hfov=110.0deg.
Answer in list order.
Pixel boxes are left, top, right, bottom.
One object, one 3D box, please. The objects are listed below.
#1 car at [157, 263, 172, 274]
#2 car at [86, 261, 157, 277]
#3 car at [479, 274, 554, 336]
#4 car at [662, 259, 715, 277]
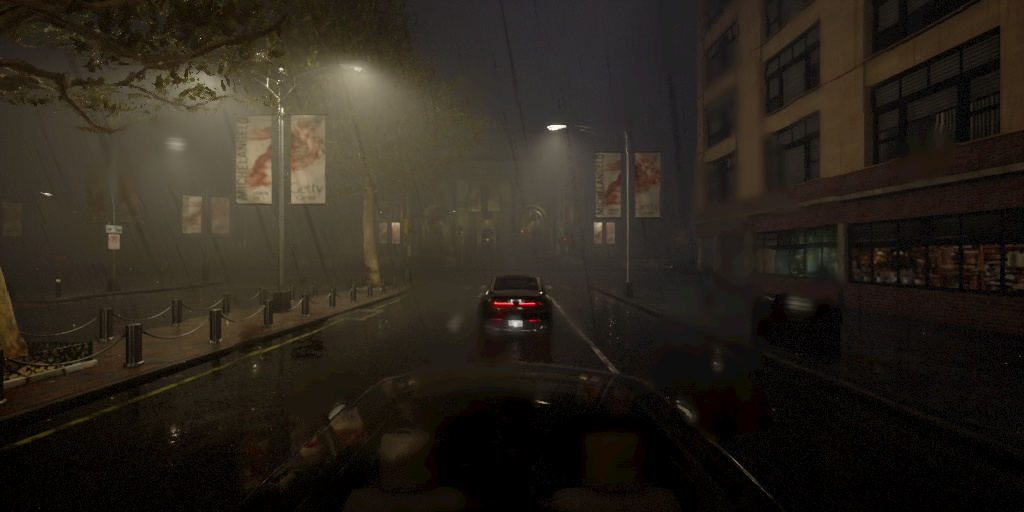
[{"bbox_3d":[-39.444,1.249,38.433,4.892,1.490,1.837,0,0,1],"label":"car"},{"bbox_3d":[-38.345,1.237,34.914,4.902,1.511,2.128,0,0,1],"label":"car"},{"bbox_3d":[0.124,1.254,10.385,1.837,1.490,4.892,0,0,1],"label":"car"},{"bbox_3d":[16.934,1.097,34.268,4.553,1.767,2.097,0,0,1],"label":"car"}]
